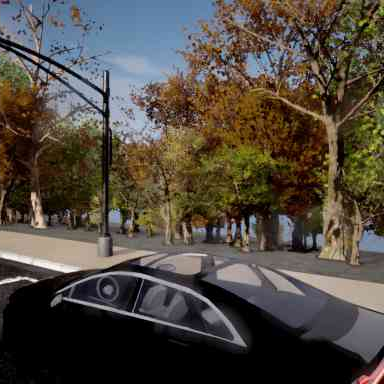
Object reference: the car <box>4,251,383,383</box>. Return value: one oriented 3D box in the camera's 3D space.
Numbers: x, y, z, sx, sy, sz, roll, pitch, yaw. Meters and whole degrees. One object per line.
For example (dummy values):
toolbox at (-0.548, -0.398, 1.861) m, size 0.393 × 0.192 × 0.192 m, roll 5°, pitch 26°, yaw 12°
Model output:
car at (-0.365, 1.491, 3.952) m, size 4.902 × 1.511 × 2.128 m, roll 0°, pitch 0°, yaw 36°
